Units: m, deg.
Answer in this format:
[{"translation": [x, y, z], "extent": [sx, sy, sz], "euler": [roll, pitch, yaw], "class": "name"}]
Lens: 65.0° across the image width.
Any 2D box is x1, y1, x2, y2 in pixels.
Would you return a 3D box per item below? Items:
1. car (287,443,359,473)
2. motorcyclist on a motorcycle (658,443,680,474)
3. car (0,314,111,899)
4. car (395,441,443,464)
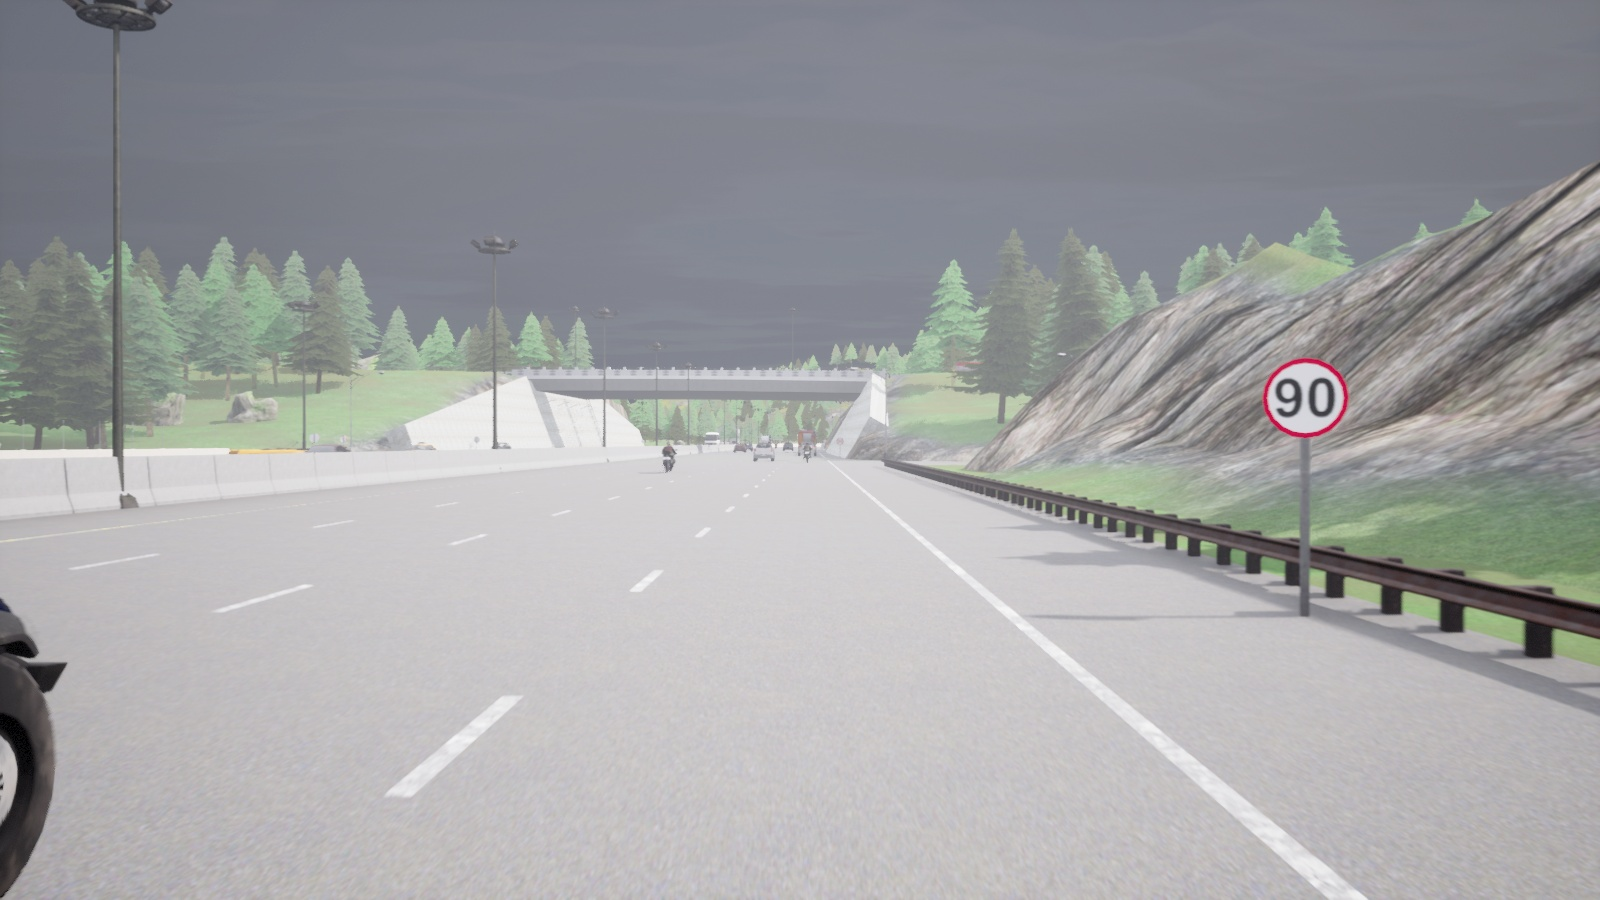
[{"translation": [-24.123, 0.394, 63.684], "extent": [1.812, 1.442, 4.674], "euler": [0, 0, 0], "class": "car"}, {"translation": [-6.623, 0.418, 63.558], "extent": [0.866, 1.530, 2.191], "euler": [0, 0, 0], "class": "motorcyclist on a motorcycle"}, {"translation": [-3.470, 0.526, 2.635], "extent": [1.905, 1.878, 3.866], "euler": [0, 1, 0], "class": "car"}, {"translation": [-27.469, 0.152, 90.745], "extent": [1.801, 1.575, 5.366], "euler": [0, 0, 0], "class": "car"}]
